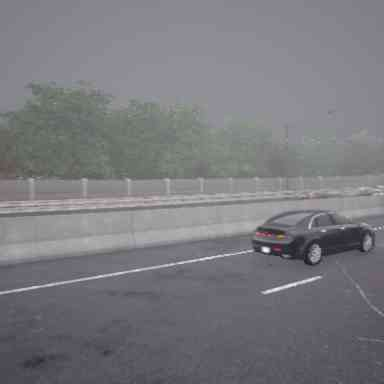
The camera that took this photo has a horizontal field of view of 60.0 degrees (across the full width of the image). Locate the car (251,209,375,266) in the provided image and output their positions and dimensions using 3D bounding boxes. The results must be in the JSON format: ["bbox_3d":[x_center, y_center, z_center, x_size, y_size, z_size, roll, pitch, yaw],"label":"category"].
[{"bbox_3d":[4.082,1.329,10.897,4.892,1.490,1.837,-2,1,-35],"label":"car"}]

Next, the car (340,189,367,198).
[{"bbox_3d":[19.108,0.401,38.318,5.008,1.535,1.882,-2,1,-33],"label":"car"}]

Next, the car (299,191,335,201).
[{"bbox_3d":[14.912,0.609,39.722,4.718,1.301,1.895,-2,1,-33],"label":"car"}]

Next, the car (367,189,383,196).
[{"bbox_3d":[21.295,0.272,35.557,4.553,1.767,2.097,-2,1,-33],"label":"car"}]
